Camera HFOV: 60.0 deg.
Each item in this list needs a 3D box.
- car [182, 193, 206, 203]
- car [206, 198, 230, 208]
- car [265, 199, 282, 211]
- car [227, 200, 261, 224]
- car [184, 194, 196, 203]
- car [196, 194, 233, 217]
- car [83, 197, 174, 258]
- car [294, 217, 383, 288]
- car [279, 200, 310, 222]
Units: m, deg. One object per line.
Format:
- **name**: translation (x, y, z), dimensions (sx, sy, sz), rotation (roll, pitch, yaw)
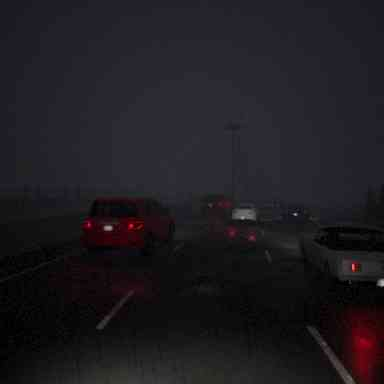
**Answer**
- **car**: translation (0.416, 1.035, 58.337), dimensions (2.097, 1.767, 4.553), rotation (0, 0, 33)
- **car**: translation (4.091, 1.606, 51.040), dimensions (1.994, 1.385, 4.181), rotation (0, 0, 31)
- **car**: translation (10.326, 1.596, 40.267), dimensions (2.033, 1.411, 5.357), rotation (0, 0, 27)
- **car**: translation (4.092, 1.549, 24.876), dimensions (1.812, 1.442, 4.674), rotation (0, 0, 16)
- **car**: translation (0.480, 1.518, 51.808), dimensions (2.128, 1.511, 4.902), rotation (0, 0, 30)
- **car**: translation (2.554, 1.242, 31.378), dimensions (2.150, 2.045, 5.566), rotation (0, 0, 20)
- **car**: translation (-2.216, 1.220, 13.045), dimensions (2.150, 2.045, 5.566), rotation (0, 0, 9)
- **car**: translation (4.292, 1.618, 9.175), dimensions (1.895, 1.301, 4.718), rotation (0, 0, 7)
- **car**: translation (8.142, 1.600, 26.055), dimensions (1.994, 1.385, 4.181), rotation (0, 0, 18)
